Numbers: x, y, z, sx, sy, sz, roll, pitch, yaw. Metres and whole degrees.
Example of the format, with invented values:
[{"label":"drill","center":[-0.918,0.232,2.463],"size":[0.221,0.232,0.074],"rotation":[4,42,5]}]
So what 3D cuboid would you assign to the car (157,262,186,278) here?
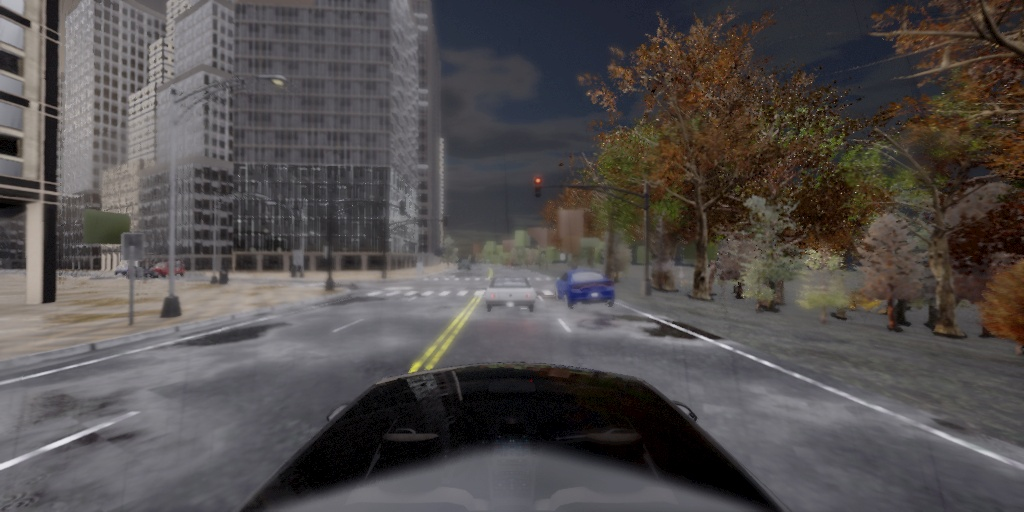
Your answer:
[{"label":"car","center":[-45.034,1.799,46.930],"size":[5.566,2.045,2.150],"rotation":[0,-1,28]}]

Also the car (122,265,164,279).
[{"label":"car","center":[-44.403,2.081,43.121],"size":[4.181,1.385,1.994],"rotation":[-1,-1,28]}]

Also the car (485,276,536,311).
[{"label":"car","center":[-0.102,1.485,15.120],"size":[1.895,1.301,4.718],"rotation":[0,-1,-1]}]

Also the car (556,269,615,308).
[{"label":"car","center":[3.121,1.312,16.091],"size":[1.882,1.535,5.008],"rotation":[-4,0,0]}]
